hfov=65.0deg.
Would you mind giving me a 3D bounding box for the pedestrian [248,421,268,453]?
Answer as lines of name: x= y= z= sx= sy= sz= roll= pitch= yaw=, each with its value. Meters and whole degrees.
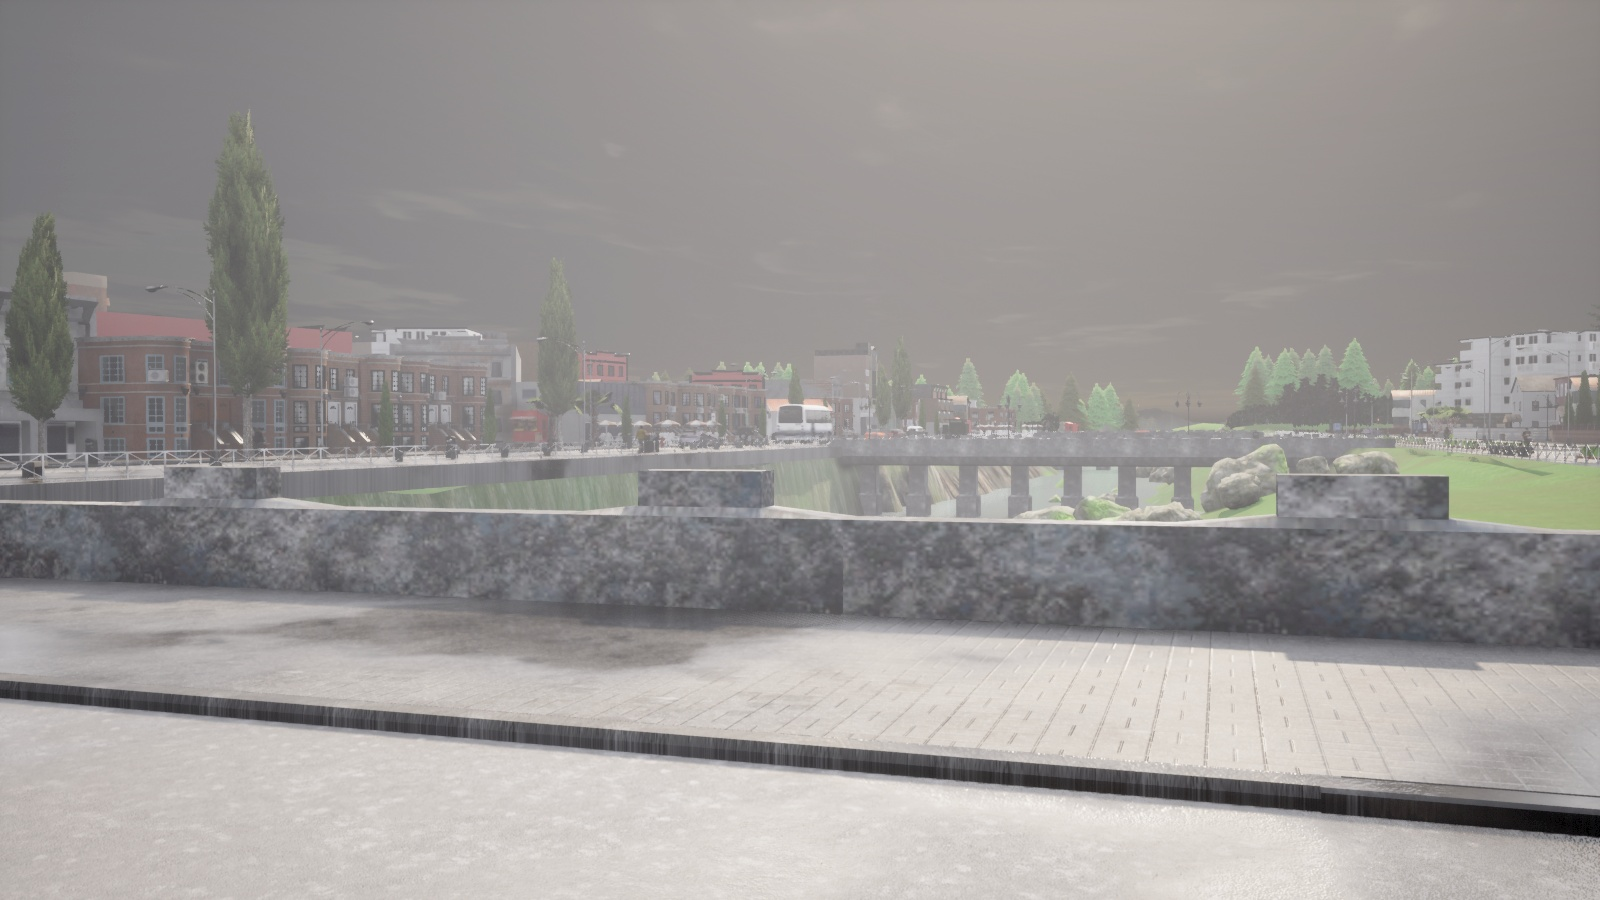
pedestrian: x=-31.150 y=-0.743 z=72.195 sx=0.634 sy=1.844 sz=0.899 roll=1 pitch=1 yaw=19
